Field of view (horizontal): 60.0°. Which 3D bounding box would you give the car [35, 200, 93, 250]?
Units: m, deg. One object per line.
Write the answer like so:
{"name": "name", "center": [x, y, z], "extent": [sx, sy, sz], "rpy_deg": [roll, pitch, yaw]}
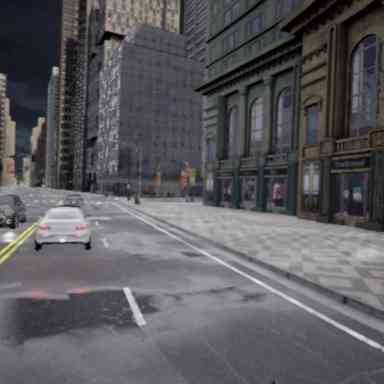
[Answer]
{"name": "car", "center": [-4.900, 1.268, 12.929], "extent": [1.812, 1.442, 4.674], "rpy_deg": [2, 0, -19]}

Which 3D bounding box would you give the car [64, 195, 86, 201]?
{"name": "car", "center": [-11.222, 0.947, 31.751], "extent": [2.033, 1.411, 5.357], "rpy_deg": [2, 0, -19]}

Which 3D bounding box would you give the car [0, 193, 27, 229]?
{"name": "car", "center": [-9.990, 0.889, 17.277], "extent": [2.097, 1.767, 4.553], "rpy_deg": [2, 0, -19]}
